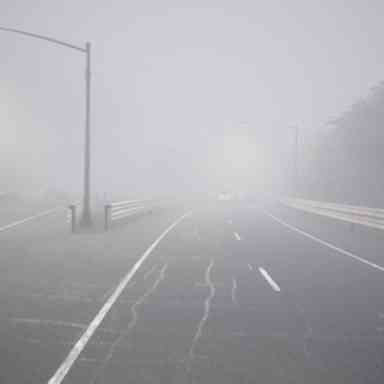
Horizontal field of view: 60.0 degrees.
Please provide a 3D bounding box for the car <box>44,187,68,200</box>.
[{"bbox_3d":[-22.457,0.282,54.443,2.150,2.045,5.566,1,1,-9],"label":"car"}]

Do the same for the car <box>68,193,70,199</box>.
[{"bbox_3d":[-23.413,0.482,60.131,2.128,1.511,4.902,1,1,-8],"label":"car"}]

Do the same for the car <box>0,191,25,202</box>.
[{"bbox_3d":[-24.713,0.644,45.863,1.837,1.490,4.892,1,0,-9],"label":"car"}]

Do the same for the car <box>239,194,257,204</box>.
[{"bbox_3d":[8.986,0.976,51.810,2.128,1.511,4.902,1,1,12],"label":"car"}]

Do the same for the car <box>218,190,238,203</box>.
[{"bbox_3d":[5.401,0.668,51.762,2.150,2.045,5.566,1,1,12],"label":"car"}]
